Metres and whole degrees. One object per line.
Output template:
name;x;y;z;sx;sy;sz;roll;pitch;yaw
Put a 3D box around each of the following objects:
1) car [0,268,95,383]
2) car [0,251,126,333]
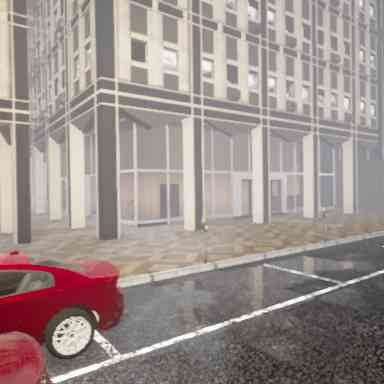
car;-2.961;1.561;1.265;4.674;1.442;1.812;-1;1;-35
car;-3.126;1.547;4.329;4.507;1.381;1.887;-1;1;-35
